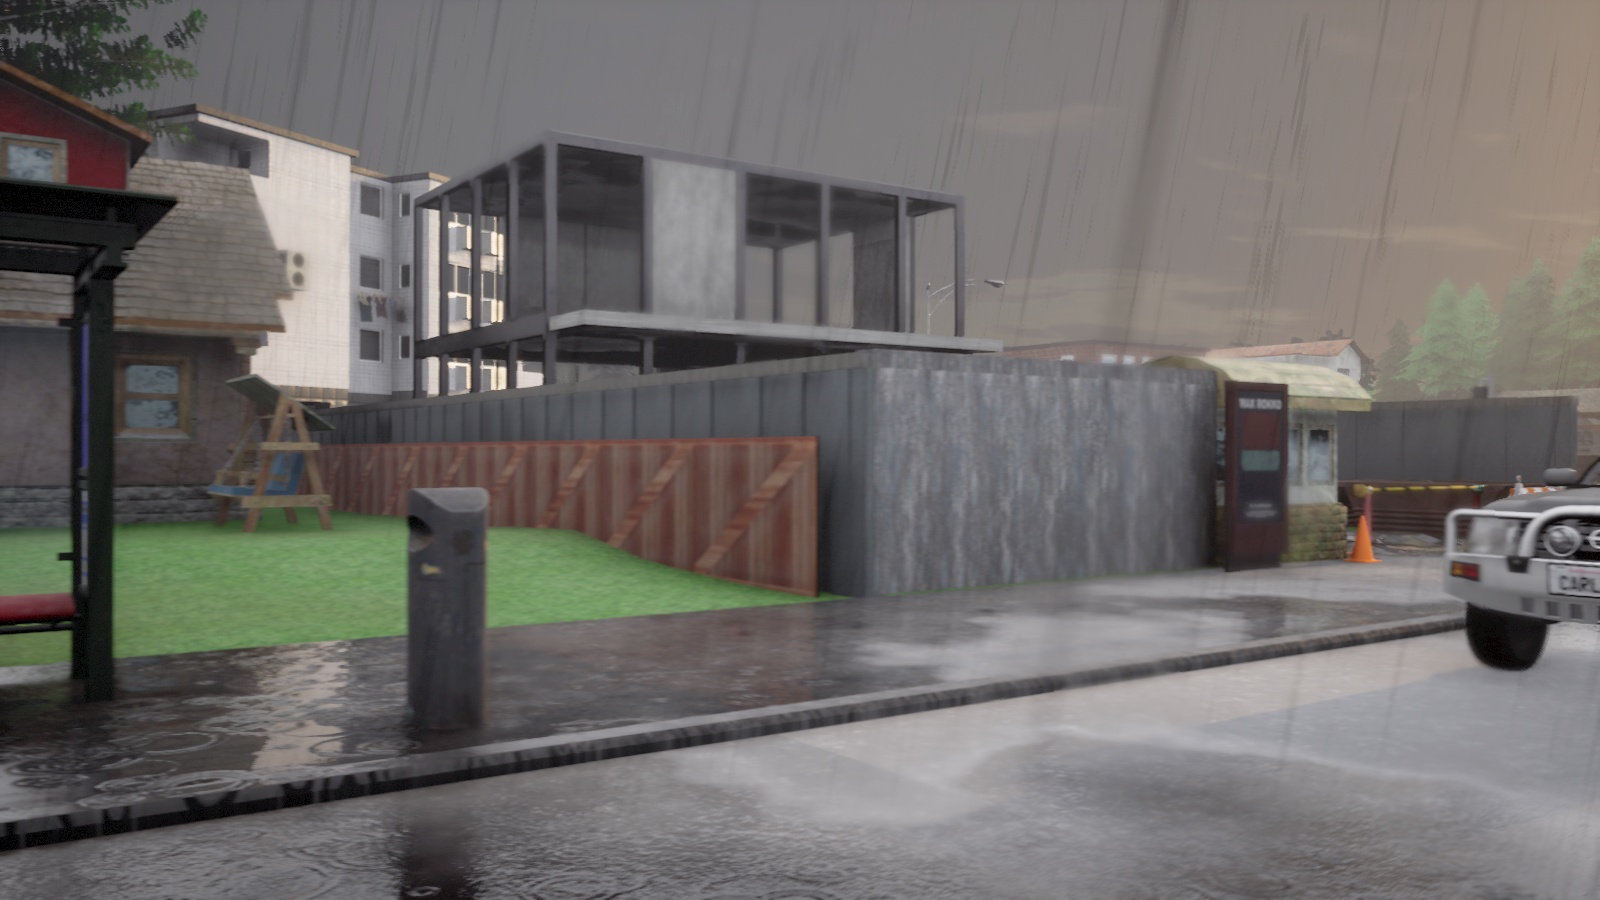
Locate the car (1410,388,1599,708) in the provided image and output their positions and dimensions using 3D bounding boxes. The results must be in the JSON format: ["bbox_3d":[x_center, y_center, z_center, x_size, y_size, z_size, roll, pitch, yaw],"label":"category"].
[{"bbox_3d":[6.412,0.570,8.753,4.605,1.855,1.932,0,0,-36],"label":"car"}]
